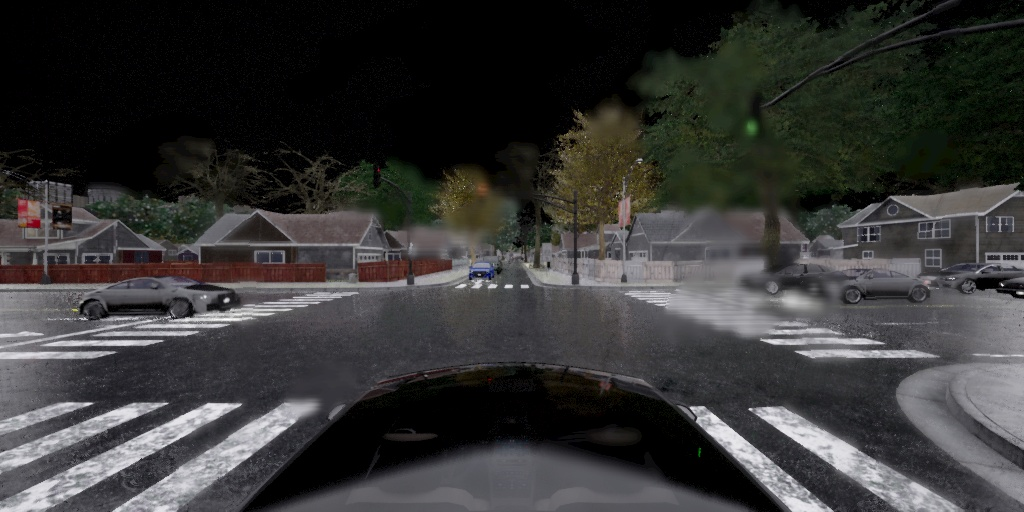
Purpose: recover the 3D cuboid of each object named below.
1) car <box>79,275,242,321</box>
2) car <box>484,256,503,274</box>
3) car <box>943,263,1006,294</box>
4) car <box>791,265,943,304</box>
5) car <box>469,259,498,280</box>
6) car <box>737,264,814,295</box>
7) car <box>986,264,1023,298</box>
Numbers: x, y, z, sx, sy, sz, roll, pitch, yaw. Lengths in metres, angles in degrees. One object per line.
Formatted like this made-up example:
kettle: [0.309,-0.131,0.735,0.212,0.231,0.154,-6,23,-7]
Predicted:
car: [-11.901,1.375,12.359,4.181,1.385,1.994,0,0,-3]
car: [-2.397,0.994,41.665,2.150,2.045,5.566,0,0,1]
car: [23.593,1.094,18.197,4.902,1.511,2.128,0,0,1]
car: [14.717,1.217,15.087,4.181,1.385,1.994,0,0,1]
car: [-2.592,1.242,31.429,1.882,1.535,5.008,0,0,1]
car: [14.263,1.159,18.335,4.892,1.490,1.837,0,0,2]
car: [23.954,1.150,14.939,5.357,1.411,2.033,0,0,1]
